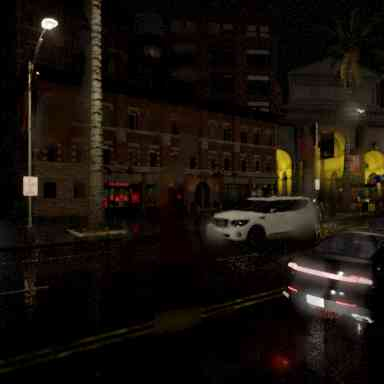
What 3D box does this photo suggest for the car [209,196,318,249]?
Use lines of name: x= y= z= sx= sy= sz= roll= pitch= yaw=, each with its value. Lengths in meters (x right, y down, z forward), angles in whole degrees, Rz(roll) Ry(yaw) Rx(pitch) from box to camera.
car: x=3.359 y=1.221 z=15.024 sx=5.566 sy=2.045 sz=2.150 roll=0 pitch=0 yaw=-36

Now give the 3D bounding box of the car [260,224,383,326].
car: x=3.911 y=1.491 z=6.610 sx=4.902 sy=1.511 sz=2.128 roll=0 pitch=0 yaw=-35
